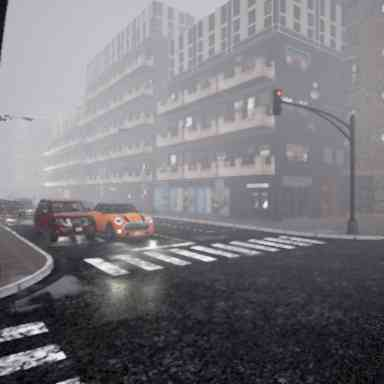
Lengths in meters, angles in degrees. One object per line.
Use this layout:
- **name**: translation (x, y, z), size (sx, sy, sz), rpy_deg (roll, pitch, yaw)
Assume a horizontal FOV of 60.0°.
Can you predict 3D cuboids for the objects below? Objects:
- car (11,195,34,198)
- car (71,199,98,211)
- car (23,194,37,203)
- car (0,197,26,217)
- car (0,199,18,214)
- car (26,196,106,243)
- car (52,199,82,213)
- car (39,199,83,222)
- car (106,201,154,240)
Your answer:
- **car**: translation (-20.721, 1.446, 40.665), size (1.994, 1.385, 4.181), rpy_deg (0, 0, -35)
- **car**: translation (-12.813, 1.486, 39.552), size (1.802, 1.307, 4.206), rpy_deg (0, 0, -36)
- **car**: translation (-32.741, 1.291, 67.082), size (1.967, 1.590, 4.097), rpy_deg (0, 0, -36)
- **car**: translation (-16.279, 1.452, 30.048), size (1.887, 1.381, 4.507), rpy_deg (0, 0, -36)
- **car**: translation (-19.601, 1.458, 34.637), size (1.947, 1.339, 4.313), rpy_deg (0, 0, -36)
- **car**: translation (-6.314, 1.271, 16.282), size (2.192, 1.841, 5.009), rpy_deg (0, 0, -36)
- **car**: translation (-13.756, 1.506, 36.435), size (1.895, 1.301, 4.718), rpy_deg (0, 0, -36)
- **car**: translation (-10.559, 1.418, 26.559), size (2.128, 1.511, 4.902), rpy_deg (0, 0, -36)
- **car**: translation (-3.755, 1.314, 17.106), size (2.097, 1.767, 4.553), rpy_deg (0, 0, -35)
